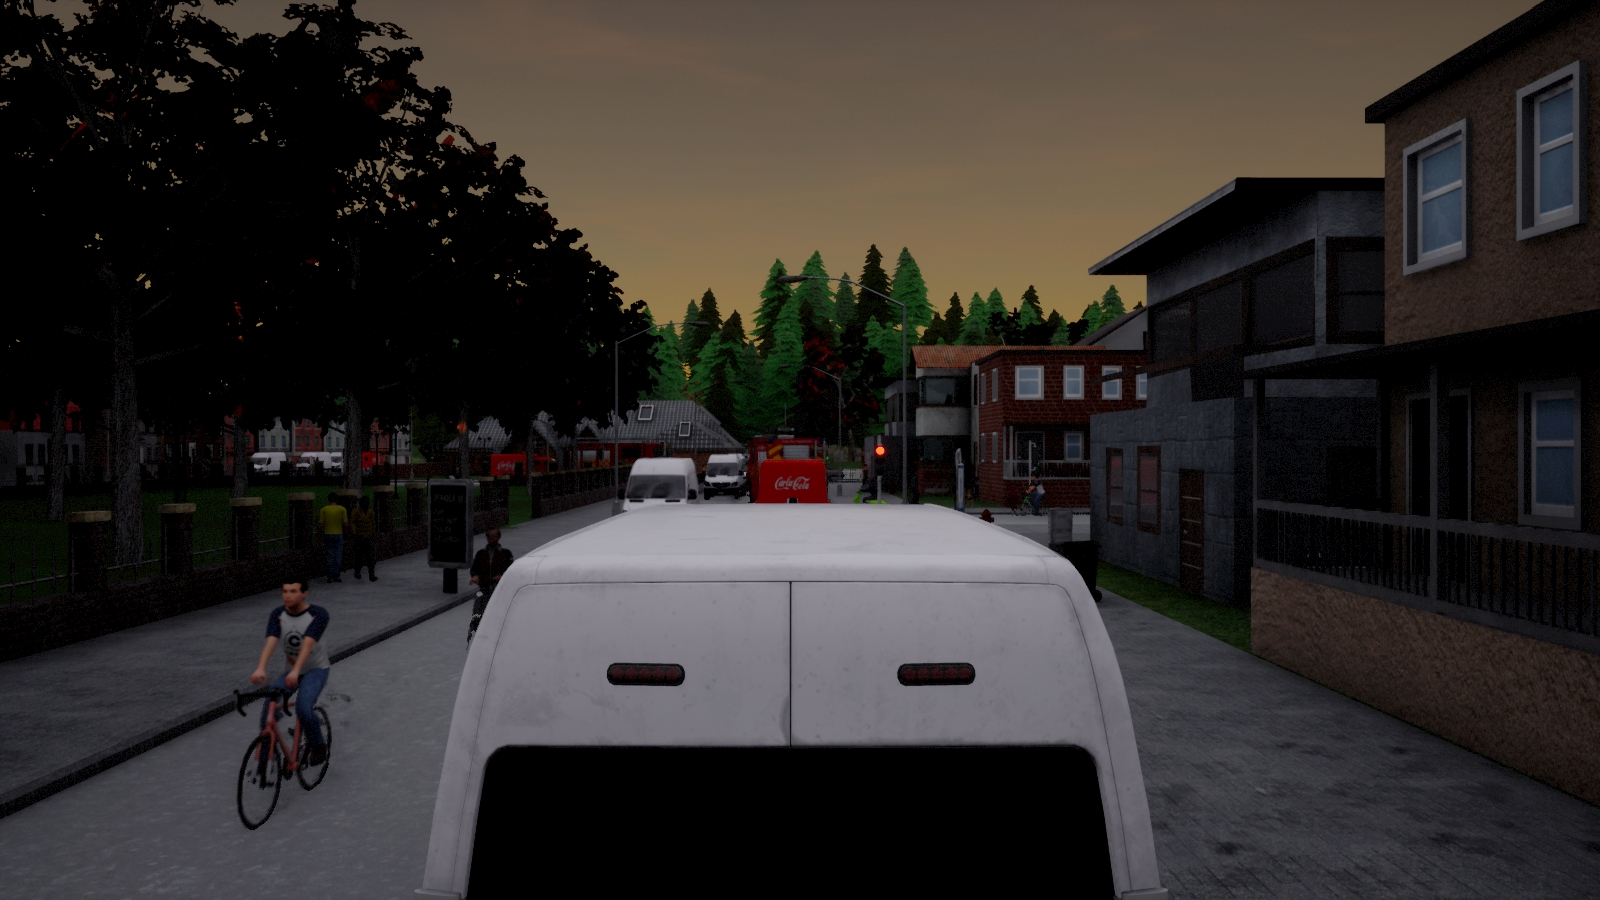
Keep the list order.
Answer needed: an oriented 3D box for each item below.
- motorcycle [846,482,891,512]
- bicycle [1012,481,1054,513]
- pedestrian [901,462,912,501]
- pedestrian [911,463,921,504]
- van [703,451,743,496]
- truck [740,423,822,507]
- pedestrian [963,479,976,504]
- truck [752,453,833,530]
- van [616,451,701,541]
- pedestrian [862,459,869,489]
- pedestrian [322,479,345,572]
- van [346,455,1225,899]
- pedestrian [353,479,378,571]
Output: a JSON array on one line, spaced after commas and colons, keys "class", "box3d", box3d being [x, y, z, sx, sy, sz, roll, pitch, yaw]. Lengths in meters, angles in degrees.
[{"class": "motorcycle", "box3d": [2.874, 1.962, 48.073, 1.805, 1.236, 0.856, 0, 0, 10]}, {"class": "bicycle", "box3d": [9.690, 1.936, 47.513, 1.643, 1.296, 0.373, 0, 0, -1]}, {"class": "pedestrian", "box3d": [5.116, 1.517, 54.674, 0.375, 1.860, 0.375, 0, 0, -30]}, {"class": "pedestrian", "box3d": [5.293, 1.516, 52.293, 0.375, 1.860, 0.375, 0, 0, 21]}, {"class": "van", "box3d": [-4.457, 1.314, 66.858, 1.988, 2.561, 5.915, 0, 0, 0]}, {"class": "truck", "box3d": [-1.071, 0.671, 56.196, 2.891, 3.827, 8.468, 0, 0, -9]}, {"class": "pedestrian", "box3d": [7.688, 1.896, 51.921, 0.500, 1.100, 0.500, 0, 0, -4]}, {"class": "truck", "box3d": [-0.258, 1.348, 39.562, 2.627, 2.467, 5.204, 0, 0, 0]}, {"class": "van", "box3d": [-4.273, 1.315, 35.400, 1.988, 2.561, 5.915, 0, 0, -1]}, {"class": "pedestrian", "box3d": [4.123, 1.524, 72.027, 0.375, 1.860, 0.375, 0, 0, -11]}, {"class": "pedestrian", "box3d": [-9.460, 1.526, 23.177, 0.375, 1.860, 0.375, 0, 0, -11]}, {"class": "van", "box3d": [-0.041, 1.314, 5.541, 1.988, 2.561, 5.915, 0, 0, 0]}, {"class": "pedestrian", "box3d": [-8.915, 1.525, 23.449, 0.375, 1.860, 0.375, 0, 0, -42]}]
